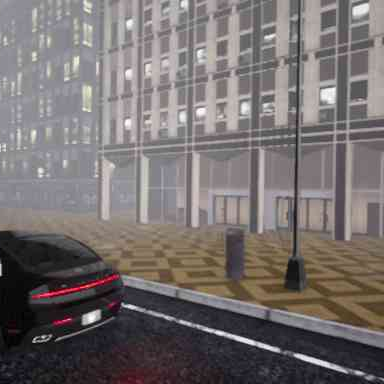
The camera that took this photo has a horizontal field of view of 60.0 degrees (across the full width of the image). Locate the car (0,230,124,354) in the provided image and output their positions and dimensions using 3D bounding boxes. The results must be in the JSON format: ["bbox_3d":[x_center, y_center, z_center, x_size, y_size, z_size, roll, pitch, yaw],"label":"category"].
[{"bbox_3d":[-3.347,1.457,6.024,4.892,1.490,1.837,1,0,36],"label":"car"}]
